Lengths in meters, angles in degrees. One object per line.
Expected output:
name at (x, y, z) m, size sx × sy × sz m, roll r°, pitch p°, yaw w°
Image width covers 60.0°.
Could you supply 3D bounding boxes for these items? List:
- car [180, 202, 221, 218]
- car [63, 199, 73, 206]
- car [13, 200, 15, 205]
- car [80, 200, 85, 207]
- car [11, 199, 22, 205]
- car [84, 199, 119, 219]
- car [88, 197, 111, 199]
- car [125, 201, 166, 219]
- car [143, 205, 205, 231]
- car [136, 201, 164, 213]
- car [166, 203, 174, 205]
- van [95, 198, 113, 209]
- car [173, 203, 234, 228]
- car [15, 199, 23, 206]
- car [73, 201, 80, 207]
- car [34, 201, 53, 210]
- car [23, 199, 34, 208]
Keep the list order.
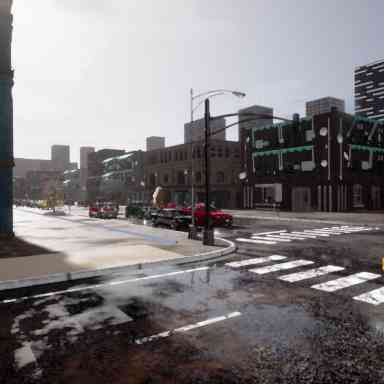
car at (0.797, 1.810, 34.833) m, size 2.008 × 1.369 × 4.403 m, roll -2°, pitch 0°, yaw -35°
car at (-27.995, 2.364, 75.486) m, size 1.947 × 1.339 × 4.313 m, roll -1°, pitch 0°, yaw -35°
car at (-41.231, 2.548, 79.675) m, size 2.008 × 1.369 × 4.403 m, roll -1°, pitch 0°, yaw -35°
car at (-18.403, 1.940, 61.934) m, size 2.192 × 1.841 × 5.009 m, roll -1°, pitch 0°, yaw -35°
car at (-44.430, 2.598, 84.191) m, size 1.887 × 1.381 × 4.507 m, roll -1°, pitch 0°, yaw -35°
car at (-9.242, 1.847, 34.505) m, size 1.967 × 1.590 × 4.097 m, roll -1°, pitch 0°, yaw -35°
car at (-11.043, 1.678, 41.564) m, size 2.150 × 2.045 × 5.566 m, roll -1°, pitch 0°, yaw -35°
car at (-4.898, 1.689, 32.871) m, size 2.097 × 1.767 × 4.553 m, roll -1°, pitch 0°, yaw -35°
car at (-1.318, 1.815, 23.111) m, size 1.947 × 1.339 × 4.313 m, roll -1°, pitch 0°, yaw -35°
car at (-5.600, 1.966, 43.867) m, size 1.802 × 1.307 × 4.206 m, roll -2°, pitch 0°, yaw -35°
car at (-2.402, 1.904, 39.351) m, size 1.802 × 1.307 × 4.206 m, roll -2°, pitch 0°, yaw -35°
van at (-15.203, 1.907, 57.418) m, size 1.690 × 1.788 × 3.998 m, roll -1°, pitch 0°, yaw -35°
car at (0.962, 1.698, 24.597) m, size 1.882 × 1.535 × 5.008 m, roll -1°, pitch 0°, yaw -35°
car at (-38.035, 2.380, 75.157) m, size 1.967 × 1.590 × 4.097 m, roll -1°, pitch 0°, yaw -35°
car at (-21.597, 2.228, 66.452) m, size 1.887 × 1.381 × 4.507 m, roll -1°, pitch 0°, yaw -35°
car at (-25.137, 2.233, 56.951) m, size 1.752 × 1.417 × 4.829 m, roll -1°, pitch 0°, yaw -35°
car at (-31.634, 2.376, 66.124) m, size 2.008 × 1.369 × 4.403 m, roll -1°, pitch 0°, yaw -35°
